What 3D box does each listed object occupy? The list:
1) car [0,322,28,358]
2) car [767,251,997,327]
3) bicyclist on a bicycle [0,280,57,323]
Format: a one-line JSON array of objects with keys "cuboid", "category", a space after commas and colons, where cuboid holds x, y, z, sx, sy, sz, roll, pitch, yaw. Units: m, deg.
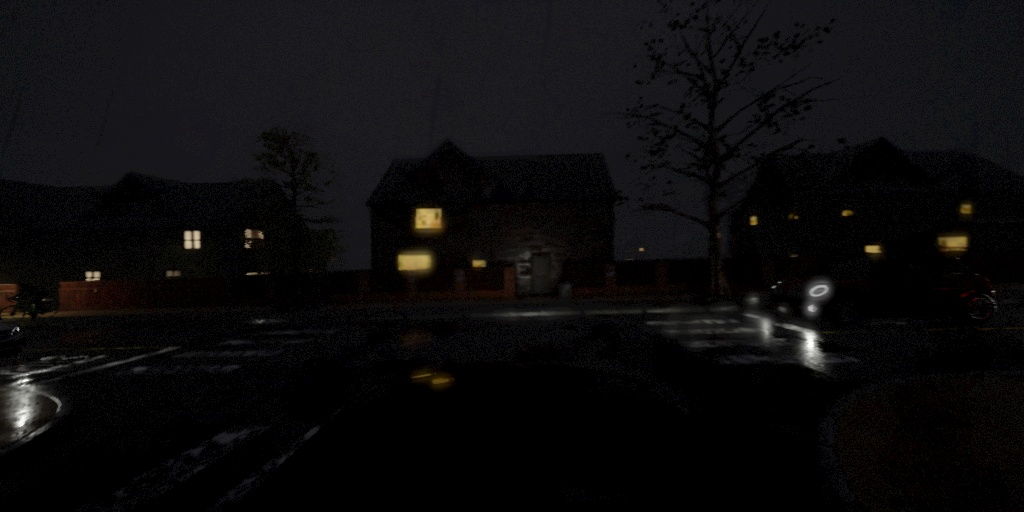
[{"cuboid": [-14.114, 1.841, 8.162, 4.674, 1.442, 1.812, -2, 0, 3], "category": "car"}, {"cuboid": [9.623, 0.798, 9.688, 4.553, 1.767, 2.097, -2, 0, 3], "category": "car"}, {"cuboid": [-19.293, 1.795, 14.335, 0.582, 1.620, 1.656, -2, 0, 3], "category": "bicyclist on a bicycle"}]
